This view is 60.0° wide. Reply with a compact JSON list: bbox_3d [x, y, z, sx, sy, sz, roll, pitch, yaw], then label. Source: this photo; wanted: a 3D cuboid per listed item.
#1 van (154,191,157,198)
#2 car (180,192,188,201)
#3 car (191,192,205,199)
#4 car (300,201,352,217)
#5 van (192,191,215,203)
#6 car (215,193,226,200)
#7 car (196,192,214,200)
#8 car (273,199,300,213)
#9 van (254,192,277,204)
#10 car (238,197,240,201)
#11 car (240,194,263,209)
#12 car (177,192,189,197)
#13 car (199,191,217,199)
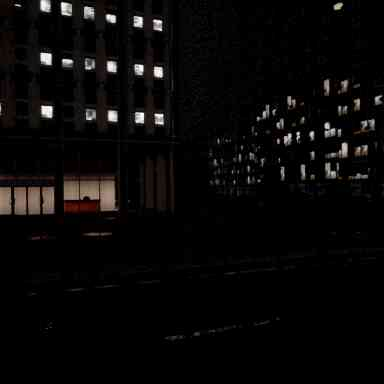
[{"bbox_3d":[-8.340,0.687,82.517,1.690,1.788,3.998,0,1,-21],"label":"van"},{"bbox_3d":[-2.193,1.056,66.615,2.008,1.369,4.403,0,1,-21],"label":"car"},{"bbox_3d":[1.525,0.706,80.236,1.967,1.590,4.097,0,1,-21],"label":"car"},{"bbox_3d":[12.030,1.435,29.459,1.947,1.339,4.313,0,1,-21],"label":"car"},{"bbox_3d":[1.906,0.952,56.010,1.690,1.788,3.998,0,1,-21],"label":"van"},{"bbox_3d":[5.624,0.954,69.636,1.802,1.307,4.206,0,1,-21],"label":"car"},{"bbox_3d":[2.755,0.880,69.852,1.882,1.535,5.008,-1,1,-21],"label":"car"},{"bbox_3d":[9.998,1.400,34.769,1.802,1.307,4.206,0,1,-21],"label":"car"},{"bbox_3d":[11.770,0.871,53.728,1.690,1.788,3.998,0,1,-21],"label":"van"},{"bbox_3d":[9.723,1.060,59.032,1.802,1.307,4.206,0,1,-21],"label":"car"},{"bbox_3d":[8.003,1.332,40.091,1.947,1.339,4.313,0,1,-21],"label":"car"},{"bbox_3d":[-2.572,0.710,90.840,2.008,1.369,4.403,0,1,-21],"label":"car"},{"bbox_3d":[3.574,0.634,74.934,2.192,1.841,5.009,0,1,-21],"label":"car"}]
